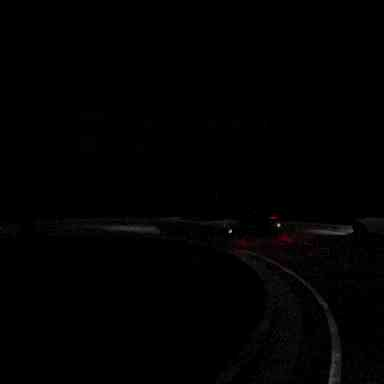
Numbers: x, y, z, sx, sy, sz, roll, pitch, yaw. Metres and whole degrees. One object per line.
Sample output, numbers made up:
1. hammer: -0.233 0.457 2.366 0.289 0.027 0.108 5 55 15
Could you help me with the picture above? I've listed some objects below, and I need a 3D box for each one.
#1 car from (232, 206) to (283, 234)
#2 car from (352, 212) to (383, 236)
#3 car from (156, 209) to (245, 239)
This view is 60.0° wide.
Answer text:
1. car: 3.140 1.639 20.379 4.892 1.490 1.837 -1 -2 44
2. car: 10.159 1.580 16.303 1.812 1.442 4.674 0 -1 -21
3. car: 0.224 1.741 18.421 4.718 1.301 1.895 -1 -1 39
